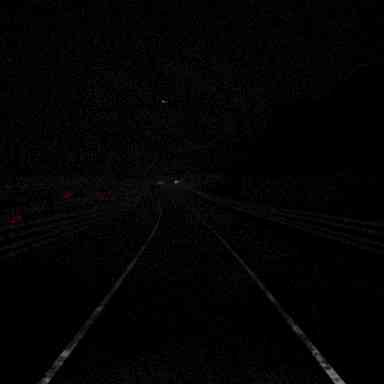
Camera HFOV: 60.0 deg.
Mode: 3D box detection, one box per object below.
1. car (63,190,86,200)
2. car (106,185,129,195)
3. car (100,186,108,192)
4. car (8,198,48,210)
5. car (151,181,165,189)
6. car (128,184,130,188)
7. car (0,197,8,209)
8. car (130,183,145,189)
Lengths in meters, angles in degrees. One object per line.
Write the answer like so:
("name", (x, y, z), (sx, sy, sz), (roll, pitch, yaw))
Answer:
("car", (-20.331, 0.435, 57.757), (1.882, 1.535, 5.008), (0, 4, 11))
("car", (-14.931, -0.049, 66.883), (1.895, 1.301, 4.718), (0, 4, 11))
("car", (-19.829, -0.775, 78.044), (1.812, 1.442, 4.674), (0, 4, 11))
("car", (-20.015, 1.476, 41.550), (1.837, 1.490, 4.892), (0, 4, 11))
("car", (-9.822, -1.685, 92.329), (1.994, 1.385, 4.181), (0, 4, 11))
("car", (-16.685, -1.735, 93.704), (1.994, 1.385, 4.181), (0, 4, 11))
("car", (-23.441, 1.563, 42.272), (1.895, 1.301, 4.718), (0, 4, 11))
("car", (-14.039, -1.516, 89.103), (1.837, 1.490, 4.892), (0, 4, 11))
